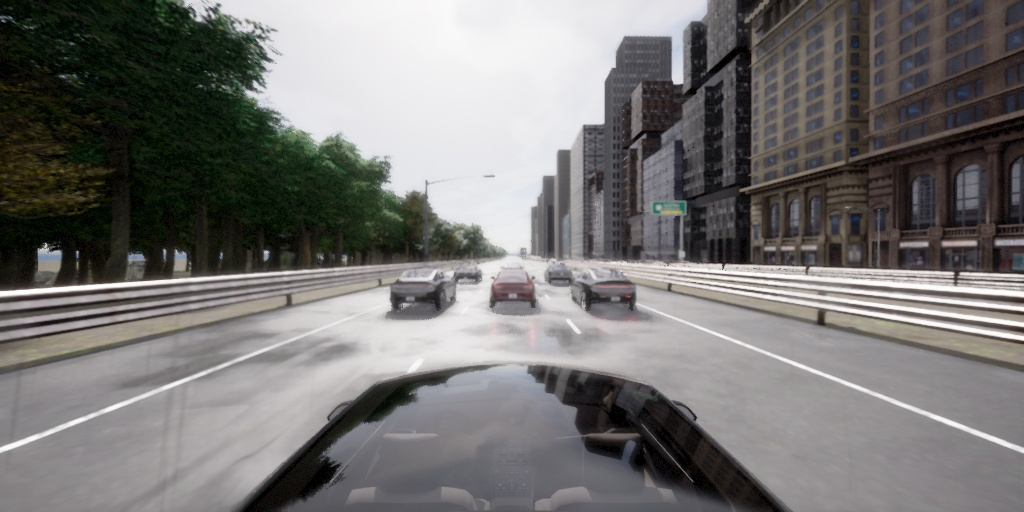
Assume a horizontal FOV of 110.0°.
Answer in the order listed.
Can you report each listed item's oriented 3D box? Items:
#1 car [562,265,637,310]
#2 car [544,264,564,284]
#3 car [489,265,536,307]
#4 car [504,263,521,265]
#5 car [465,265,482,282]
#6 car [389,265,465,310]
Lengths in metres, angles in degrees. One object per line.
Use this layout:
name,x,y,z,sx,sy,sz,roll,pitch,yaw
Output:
car,3.540,1.256,14.603,2.128,1.511,4.902,0,0,0
car,3.512,1.336,27.545,2.033,1.411,5.357,0,0,1
car,0.042,1.291,15.418,1.812,1.442,4.674,0,0,0
car,0.033,1.284,29.690,2.128,1.511,4.902,0,0,0
car,-3.472,1.391,29.093,1.895,1.301,4.718,0,0,1
car,-3.460,1.257,14.706,2.128,1.511,4.902,0,0,1
